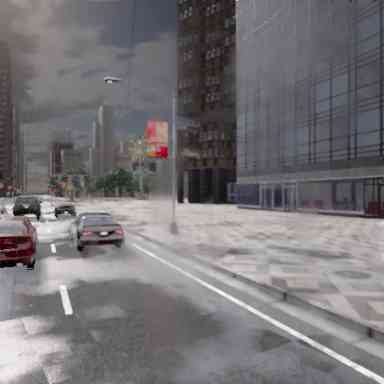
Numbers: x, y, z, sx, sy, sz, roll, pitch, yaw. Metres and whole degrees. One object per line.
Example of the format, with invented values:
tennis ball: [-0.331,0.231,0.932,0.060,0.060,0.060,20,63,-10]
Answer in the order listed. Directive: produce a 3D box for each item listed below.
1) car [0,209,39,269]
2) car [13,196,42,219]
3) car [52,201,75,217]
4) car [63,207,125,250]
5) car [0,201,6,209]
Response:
car: [-6.188,1.538,10.972,1.882,1.535,5.008,0,0,-24]
car: [-15.280,1.391,30.923,2.150,2.045,5.566,0,0,-24]
car: [-12.806,1.692,33.324,1.837,1.490,4.892,0,0,-25]
car: [-4.387,1.634,14.899,2.033,1.411,5.357,0,0,-24]
car: [-21.910,1.723,37.152,1.812,1.442,4.674,0,0,-24]
